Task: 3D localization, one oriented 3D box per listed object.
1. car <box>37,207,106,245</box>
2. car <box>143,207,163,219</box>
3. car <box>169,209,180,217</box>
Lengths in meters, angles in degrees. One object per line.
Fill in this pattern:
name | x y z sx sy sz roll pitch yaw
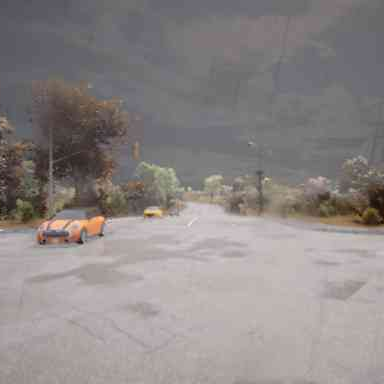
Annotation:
car | -6.009 1.612 17.068 2.097 1.767 4.553 -1 -1 3
car | -4.812 2.569 41.480 1.882 1.535 5.008 -1 -3 3
car | -3.535 4.225 67.390 2.128 1.511 4.902 -1 -3 3
